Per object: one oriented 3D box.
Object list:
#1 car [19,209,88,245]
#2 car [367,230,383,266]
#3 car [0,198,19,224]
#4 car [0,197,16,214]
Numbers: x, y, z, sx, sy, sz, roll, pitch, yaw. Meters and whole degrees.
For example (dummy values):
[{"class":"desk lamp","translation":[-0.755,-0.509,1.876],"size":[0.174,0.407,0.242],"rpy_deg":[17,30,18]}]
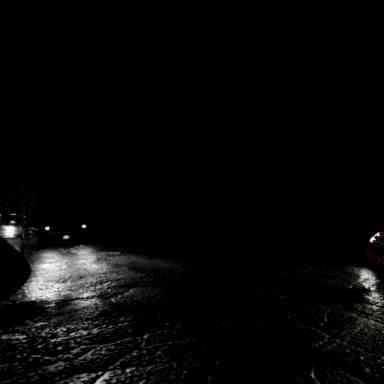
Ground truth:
[{"class":"car","translation":[-6.368,1.502,15.250],"size":[1.895,1.301,4.718],"rpy_deg":[0,0,-36]},{"class":"car","translation":[7.563,1.378,9.922],"size":[4.553,1.767,2.097],"rpy_deg":[0,0,-19]},{"class":"car","translation":[-12.292,1.336,23.599],"size":[1.837,1.490,4.892],"rpy_deg":[0,0,-35]},{"class":"car","translation":[-18.745,1.280,32.759],"size":[1.812,1.442,4.674],"rpy_deg":[0,0,-36]}]
